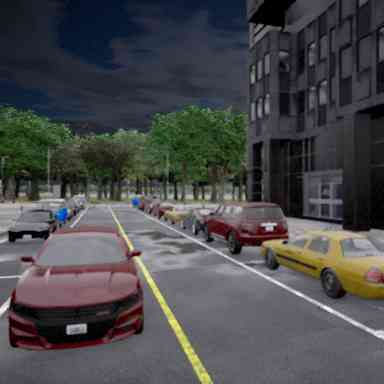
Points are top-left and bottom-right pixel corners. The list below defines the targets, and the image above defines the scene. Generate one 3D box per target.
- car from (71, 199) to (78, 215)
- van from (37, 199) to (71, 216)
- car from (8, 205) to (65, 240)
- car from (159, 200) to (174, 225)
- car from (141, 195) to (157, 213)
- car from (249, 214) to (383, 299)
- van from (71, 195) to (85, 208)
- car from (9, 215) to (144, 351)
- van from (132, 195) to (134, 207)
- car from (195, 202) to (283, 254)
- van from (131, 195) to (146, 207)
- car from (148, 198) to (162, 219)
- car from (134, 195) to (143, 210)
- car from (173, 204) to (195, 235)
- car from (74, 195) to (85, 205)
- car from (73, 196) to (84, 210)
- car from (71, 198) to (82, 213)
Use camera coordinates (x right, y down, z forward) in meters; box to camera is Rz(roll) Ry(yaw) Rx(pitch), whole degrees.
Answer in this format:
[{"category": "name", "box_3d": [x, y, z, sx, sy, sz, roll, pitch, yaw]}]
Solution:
[{"category": "car", "box_3d": [-10.525, 1.523, 26.793, 1.752, 1.417, 4.829, 0, 0, -15]}, {"category": "van", "box_3d": [-9.130, 1.339, 21.713, 1.690, 1.788, 3.998, 0, 0, -15]}, {"category": "car", "box_3d": [-7.691, 1.564, 16.469, 1.947, 1.339, 4.313, 0, 0, -15]}, {"category": "car", "box_3d": [-0.954, 1.519, 24.133, 1.752, 1.417, 4.829, 0, 0, -15]}, {"category": "car", "box_3d": [-3.788, 1.434, 34.456, 1.967, 1.590, 4.097, 0, 0, -15]}, {"category": "car", "box_3d": [3.364, 1.521, 8.403, 1.752, 1.417, 4.829, 0, 0, -15]}, {"category": "van", "box_3d": [-16.328, 1.343, 47.931, 1.690, 1.788, 3.998, 0, 0, -15]}, {"category": "car", "box_3d": [-2.129, 1.476, 6.650, 1.882, 1.535, 5.008, 0, 0, -15]}, {"category": "van", "box_3d": [-6.667, 1.338, 44.944, 1.690, 1.788, 3.998, 0, 0, -15]}, {"category": "car", "box_3d": [1.970, 1.310, 13.482, 2.192, 1.841, 5.009, 0, 0, -15]}, {"category": "van", "box_3d": [-8.106, 1.339, 50.187, 1.690, 1.788, 3.998, 0, 0, -15]}, {"category": "car", "box_3d": [-2.348, 1.538, 29.213, 1.887, 1.381, 4.507, 0, 0, -15]}, {"category": "car", "box_3d": [-5.228, 1.310, 39.700, 2.192, 1.841, 5.009, 0, 0, -15]}, {"category": "car", "box_3d": [0.531, 1.545, 18.726, 2.008, 1.369, 4.403, 0, 0, -15]}, {"category": "car", "box_3d": [-14.888, 1.440, 42.687, 1.967, 1.590, 4.097, 0, 0, -15]}, {"category": "car", "box_3d": [-13.403, 1.524, 37.280, 1.752, 1.417, 4.829, 0, 0, -15]}, {"category": "car", "box_3d": [-12.009, 1.564, 32.200, 1.947, 1.339, 4.313, 0, 0, -15]}]
